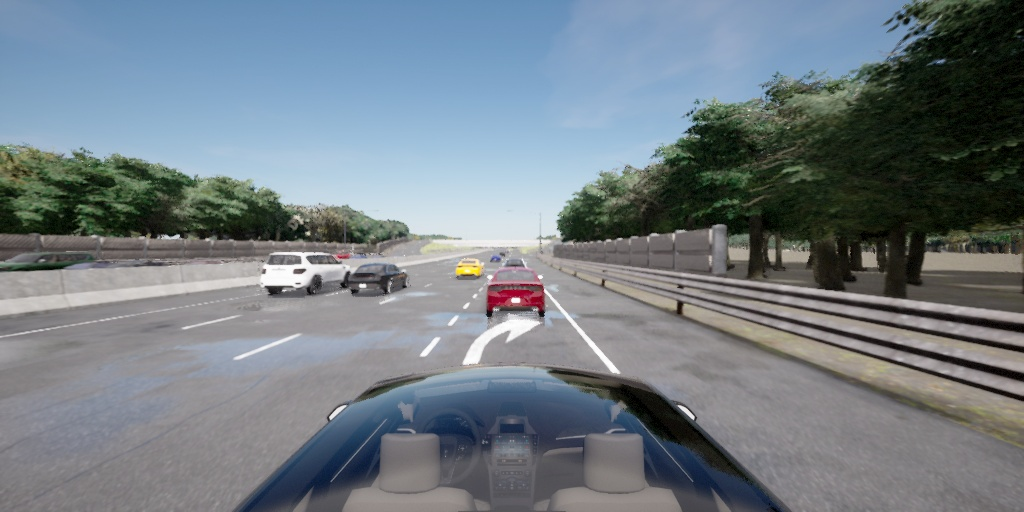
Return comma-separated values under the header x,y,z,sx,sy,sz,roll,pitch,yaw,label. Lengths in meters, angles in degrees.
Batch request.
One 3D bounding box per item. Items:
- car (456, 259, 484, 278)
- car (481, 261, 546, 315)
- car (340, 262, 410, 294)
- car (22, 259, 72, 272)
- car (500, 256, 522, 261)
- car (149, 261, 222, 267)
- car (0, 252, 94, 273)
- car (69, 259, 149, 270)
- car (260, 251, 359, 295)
x,y,z,sx,sy,sz,roll,pitch,yaw,label
-3.414,0.985,29.899,1.882,1.535,5.008,0,0,0,car
0.116,1.130,13.009,1.882,1.535,5.008,0,0,0,car
-6.866,1.106,18.934,1.837,1.490,4.892,0,0,0,car
-28.040,1.103,24.072,2.033,1.411,5.357,0,0,0,car
0.196,0.999,31.376,1.837,1.490,4.892,0,0,0,car
-21.037,1.081,24.157,1.812,1.442,4.674,0,1,0,car
-31.538,0.775,24.070,2.150,2.045,5.566,0,1,0,car
-24.540,1.069,23.187,1.837,1.490,4.892,0,0,0,car
-10.368,0.825,18.629,2.150,2.045,5.566,0,0,0,car
